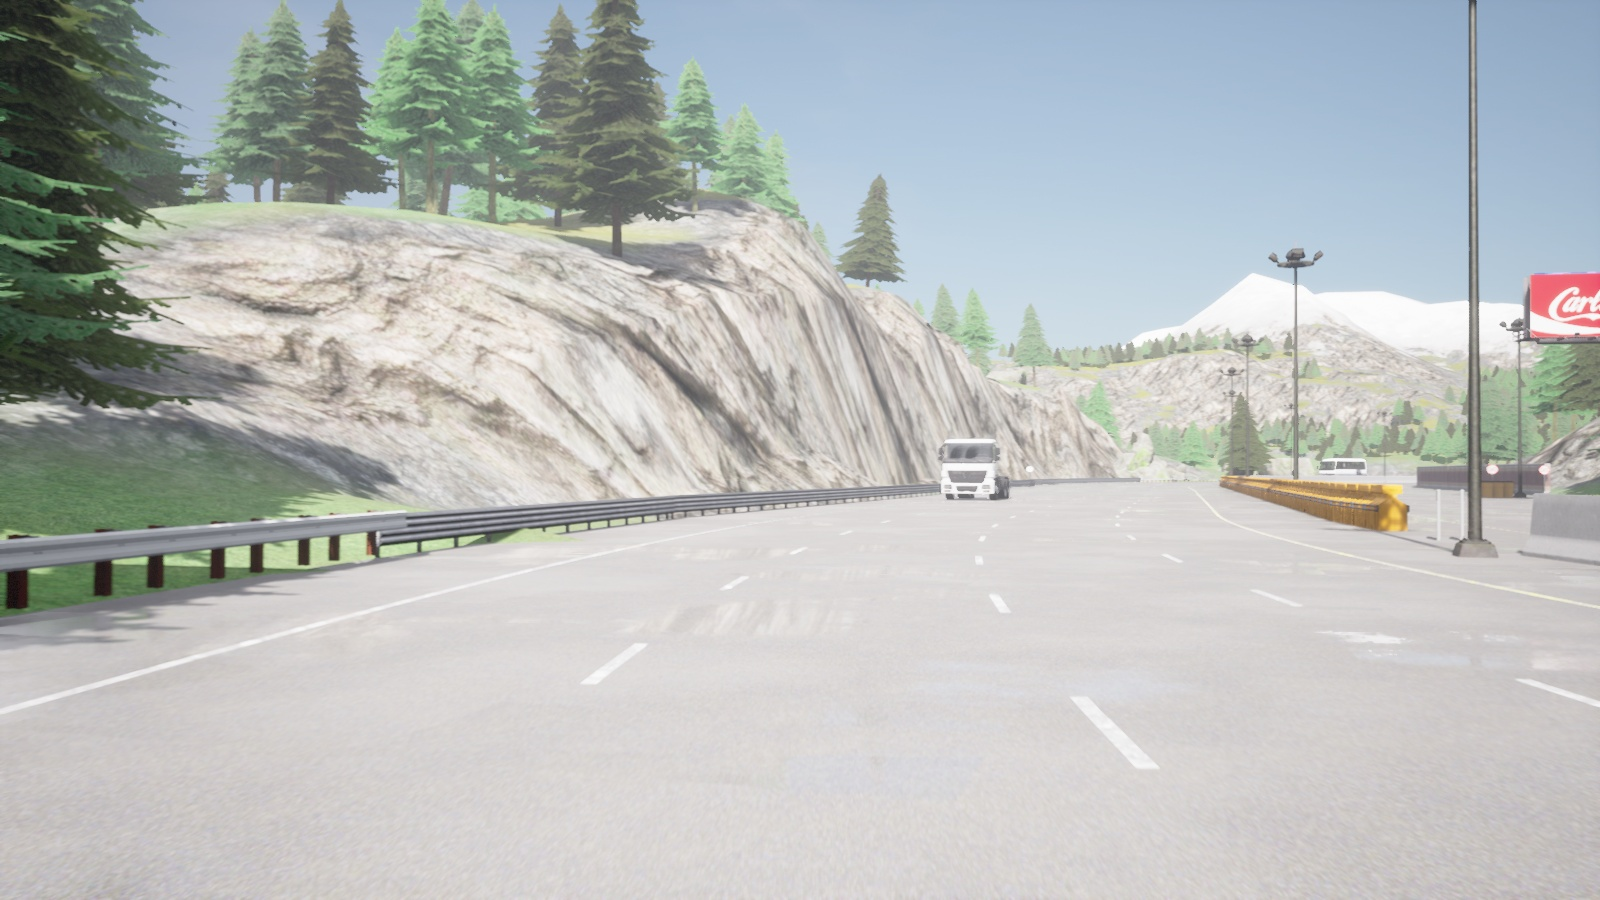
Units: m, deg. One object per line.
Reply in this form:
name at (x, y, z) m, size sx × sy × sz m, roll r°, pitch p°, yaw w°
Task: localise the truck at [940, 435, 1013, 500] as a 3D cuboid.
truck at (10.113, 0.986, 71.100) m, size 2.891 × 3.462 × 7.936 m, roll -1°, pitch -1°, yaw 17°
